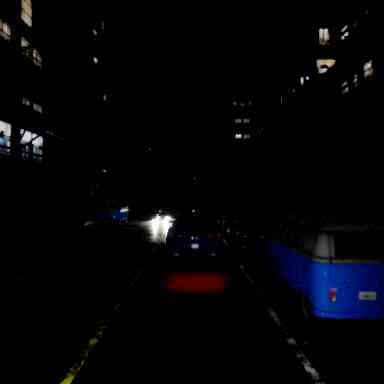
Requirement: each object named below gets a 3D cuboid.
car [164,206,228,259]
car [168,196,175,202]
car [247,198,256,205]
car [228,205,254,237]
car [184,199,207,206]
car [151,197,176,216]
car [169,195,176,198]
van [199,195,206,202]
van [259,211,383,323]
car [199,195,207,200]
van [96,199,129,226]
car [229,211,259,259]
[{"bbox_3d":[0.100,1.521,12.794,1.882,1.535,5.008,0,0,0],"label":"car"},{"bbox_3d":[-5.544,1.919,90.103,1.752,1.417,4.829,0,0,0],"label":"car"},{"bbox_3d":[13.572,1.869,66.659,5.009,1.841,2.192,1,-1,0],"label":"car"},{"bbox_3d":[2.723,1.629,18.289,1.947,1.339,4.313,0,0,0],"label":"car"},{"bbox_3d":[0.143,1.678,31.833,1.994,1.385,4.181,0,0,0],"label":"car"},{"bbox_3d":[-3.040,1.616,34.258,2.128,1.511,4.902,0,0,0],"label":"car"},{"bbox_3d":[-5.562,1.900,79.012,1.947,1.339,4.313,0,0,0],"label":"car"},{"bbox_3d":[2.837,1.736,90.260,1.690,1.788,3.998,0,0,0],"label":"van"},{"bbox_3d":[2.706,1.364,6.965,1.690,1.788,3.998,0,0,0],"label":"van"},{"bbox_3d":[2.828,1.909,84.628,1.887,1.381,4.507,0,0,0],"label":"car"},{"bbox_3d":[-5.648,1.425,23.963,1.690,1.788,3.998,0,0,0],"label":"van"},{"bbox_3d":[2.714,1.609,12.626,1.947,1.339,4.313,0,0,0],"label":"car"}]
